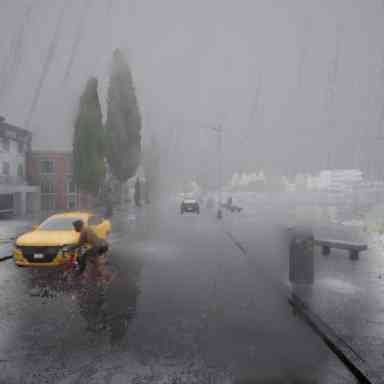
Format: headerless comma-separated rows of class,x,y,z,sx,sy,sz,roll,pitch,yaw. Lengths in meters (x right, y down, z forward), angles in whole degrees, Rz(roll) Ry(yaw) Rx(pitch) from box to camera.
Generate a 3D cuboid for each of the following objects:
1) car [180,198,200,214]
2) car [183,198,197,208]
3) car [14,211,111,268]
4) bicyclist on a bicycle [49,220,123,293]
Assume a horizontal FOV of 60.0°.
car,-0.207,1.477,35.410,1.882,1.535,5.008,0,0,-1
car,-0.319,1.563,47.842,1.994,1.385,4.181,0,0,-1
car,-4.176,1.477,11.514,1.882,1.535,5.008,0,0,0
bicyclist on a bicycle,-2.372,1.452,7.422,1.656,1.620,0.582,0,0,-1
